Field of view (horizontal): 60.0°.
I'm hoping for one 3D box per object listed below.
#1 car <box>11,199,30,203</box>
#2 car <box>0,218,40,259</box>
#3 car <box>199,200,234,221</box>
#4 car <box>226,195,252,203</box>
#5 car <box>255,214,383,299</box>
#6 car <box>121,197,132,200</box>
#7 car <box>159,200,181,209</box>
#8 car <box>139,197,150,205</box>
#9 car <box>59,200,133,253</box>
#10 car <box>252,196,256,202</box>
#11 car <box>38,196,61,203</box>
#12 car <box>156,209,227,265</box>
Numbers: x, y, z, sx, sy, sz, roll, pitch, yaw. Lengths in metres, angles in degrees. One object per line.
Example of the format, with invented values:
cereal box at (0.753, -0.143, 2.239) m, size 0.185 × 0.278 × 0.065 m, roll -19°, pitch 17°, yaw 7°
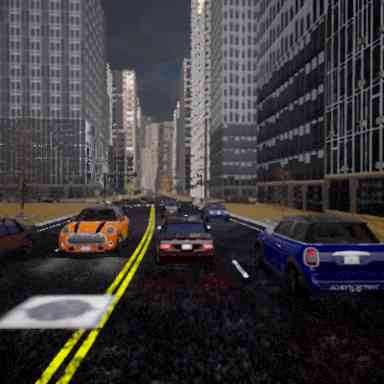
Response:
car at (-34.722, 1.537, 67.154) m, size 4.206 × 1.307 × 1.802 m, roll 0°, pitch 0°, yaw -5°
car at (-6.823, 1.571, 10.824) m, size 2.033 × 1.411 × 5.357 m, roll 0°, pitch 0°, yaw -2°
car at (1.730, 1.583, 27.000) m, size 2.033 × 1.411 × 5.357 m, roll 0°, pitch 0°, yaw -6°
car at (9.682, 1.587, 71.502) m, size 5.009 × 1.841 × 2.192 m, roll 0°, pitch 0°, yaw -5°
car at (3.087, 1.363, 8.689) m, size 2.097 × 1.767 × 4.553 m, roll 0°, pitch 0°, yaw -2°
car at (-11.957, 1.667, 60.822) m, size 1.994 × 1.385 × 4.181 m, roll 0°, pitch 0°, yaw -6°
car at (-2.026, 1.539, 31.504) m, size 2.128 × 1.511 × 4.902 m, roll 0°, pitch 0°, yaw -6°
car at (-8.728, 1.649, 61.191) m, size 1.812 × 1.442 × 4.674 m, roll 0°, pitch 0°, yaw -6°
car at (-3.820, 1.377, 13.755) m, size 2.097 × 1.767 × 4.553 m, roll 0°, pitch 0°, yaw -4°
car at (14.326, 1.711, 80.365) m, size 4.829 × 1.417 × 1.752 m, roll 0°, pitch 0°, yaw -5°
car at (-29.059, 1.562, 67.660) m, size 4.313 × 1.339 × 1.947 m, roll 0°, pitch 0°, yaw -5°
car at (-0.263, 1.567, 11.701) m, size 2.033 × 1.411 × 5.357 m, roll 0°, pitch 0°, yaw -3°
